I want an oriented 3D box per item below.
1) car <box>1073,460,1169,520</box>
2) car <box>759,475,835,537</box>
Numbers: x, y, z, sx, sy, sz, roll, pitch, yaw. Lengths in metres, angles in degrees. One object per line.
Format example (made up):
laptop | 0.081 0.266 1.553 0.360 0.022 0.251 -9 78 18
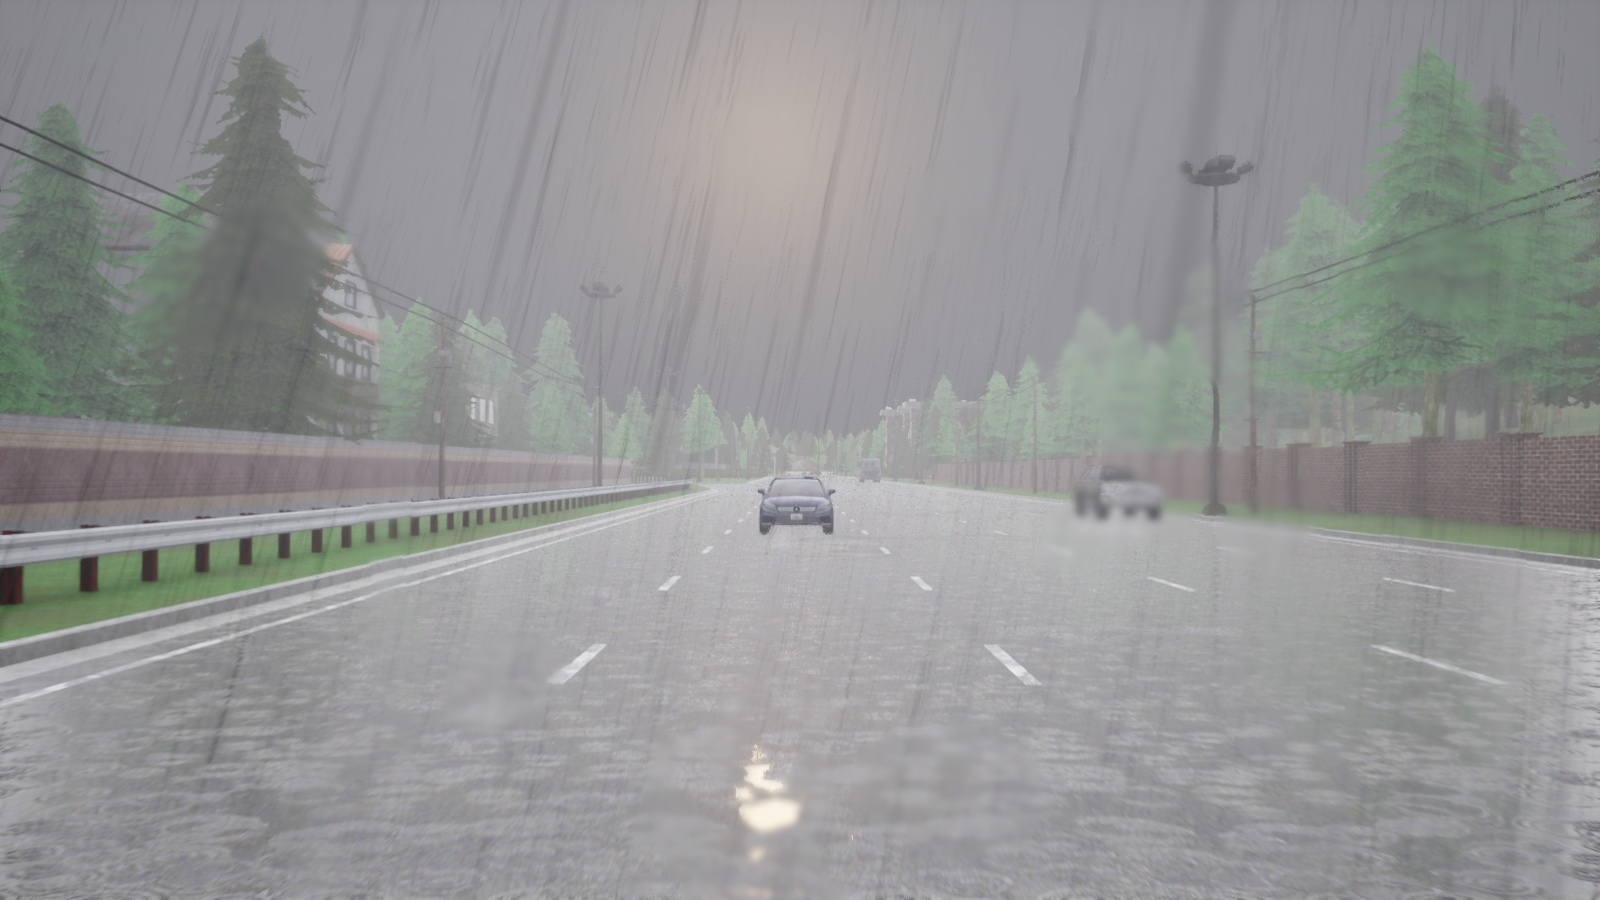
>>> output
car | 10.401 1.276 41.011 1.932 1.855 4.605 0 -1 0
car | -0.077 1.379 32.183 1.812 1.442 4.674 0 -1 0
